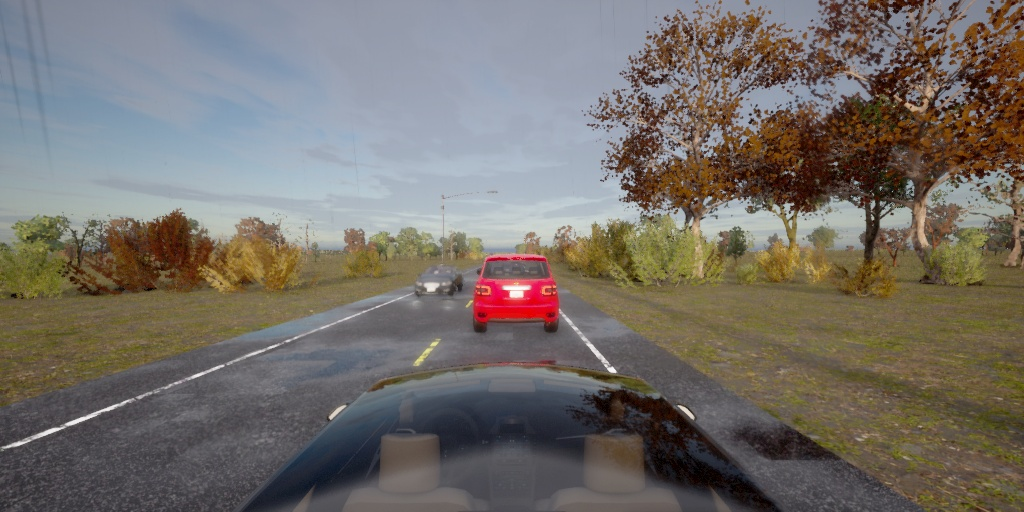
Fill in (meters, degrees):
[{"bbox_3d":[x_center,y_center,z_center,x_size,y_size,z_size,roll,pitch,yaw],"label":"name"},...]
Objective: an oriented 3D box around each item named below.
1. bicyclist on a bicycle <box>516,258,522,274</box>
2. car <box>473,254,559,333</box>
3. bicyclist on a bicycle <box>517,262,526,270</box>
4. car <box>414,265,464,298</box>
[{"bbox_3d":[0.802,1.106,40.086,0.659,1.776,1.843,0,0,0],"label":"bicyclist on a bicycle"},{"bbox_3d":[0.083,0.968,10.894,2.150,2.045,5.566,0,0,-1],"label":"car"},{"bbox_3d":[0.873,1.109,30.073,0.659,1.776,1.843,0,0,0],"label":"bicyclist on a bicycle"},{"bbox_3d":[-3.638,1.235,18.564,2.128,1.511,4.902,0,0,0],"label":"car"}]
